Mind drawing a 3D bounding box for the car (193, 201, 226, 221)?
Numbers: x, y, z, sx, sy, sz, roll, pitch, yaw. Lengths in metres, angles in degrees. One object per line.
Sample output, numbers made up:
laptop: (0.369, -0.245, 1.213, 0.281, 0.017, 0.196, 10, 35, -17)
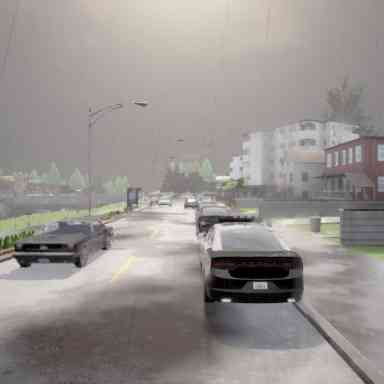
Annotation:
car: (1.169, 1.478, 18.264, 1.882, 1.535, 5.008, 0, 0, 0)

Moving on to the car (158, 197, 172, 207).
car: (-4.085, 1.525, 50.512, 1.812, 1.442, 4.674, 0, 0, 0)

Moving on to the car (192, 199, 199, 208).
car: (1.159, 1.506, 24.264, 1.837, 1.490, 4.892, 0, 0, 0)

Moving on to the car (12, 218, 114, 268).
car: (-4.120, 1.601, 11.444, 1.895, 1.301, 4.718, 0, 0, 0)

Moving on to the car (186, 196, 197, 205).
car: (-0.097, 1.478, 59.104, 1.882, 1.535, 5.008, 0, 0, 0)

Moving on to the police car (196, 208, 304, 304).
police car: (1.186, 1.425, 8.374, 1.930, 1.638, 5.238, 0, 0, 0)

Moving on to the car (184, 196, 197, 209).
car: (-0.050, 1.564, 45.779, 1.994, 1.385, 4.181, 0, 0, 0)
